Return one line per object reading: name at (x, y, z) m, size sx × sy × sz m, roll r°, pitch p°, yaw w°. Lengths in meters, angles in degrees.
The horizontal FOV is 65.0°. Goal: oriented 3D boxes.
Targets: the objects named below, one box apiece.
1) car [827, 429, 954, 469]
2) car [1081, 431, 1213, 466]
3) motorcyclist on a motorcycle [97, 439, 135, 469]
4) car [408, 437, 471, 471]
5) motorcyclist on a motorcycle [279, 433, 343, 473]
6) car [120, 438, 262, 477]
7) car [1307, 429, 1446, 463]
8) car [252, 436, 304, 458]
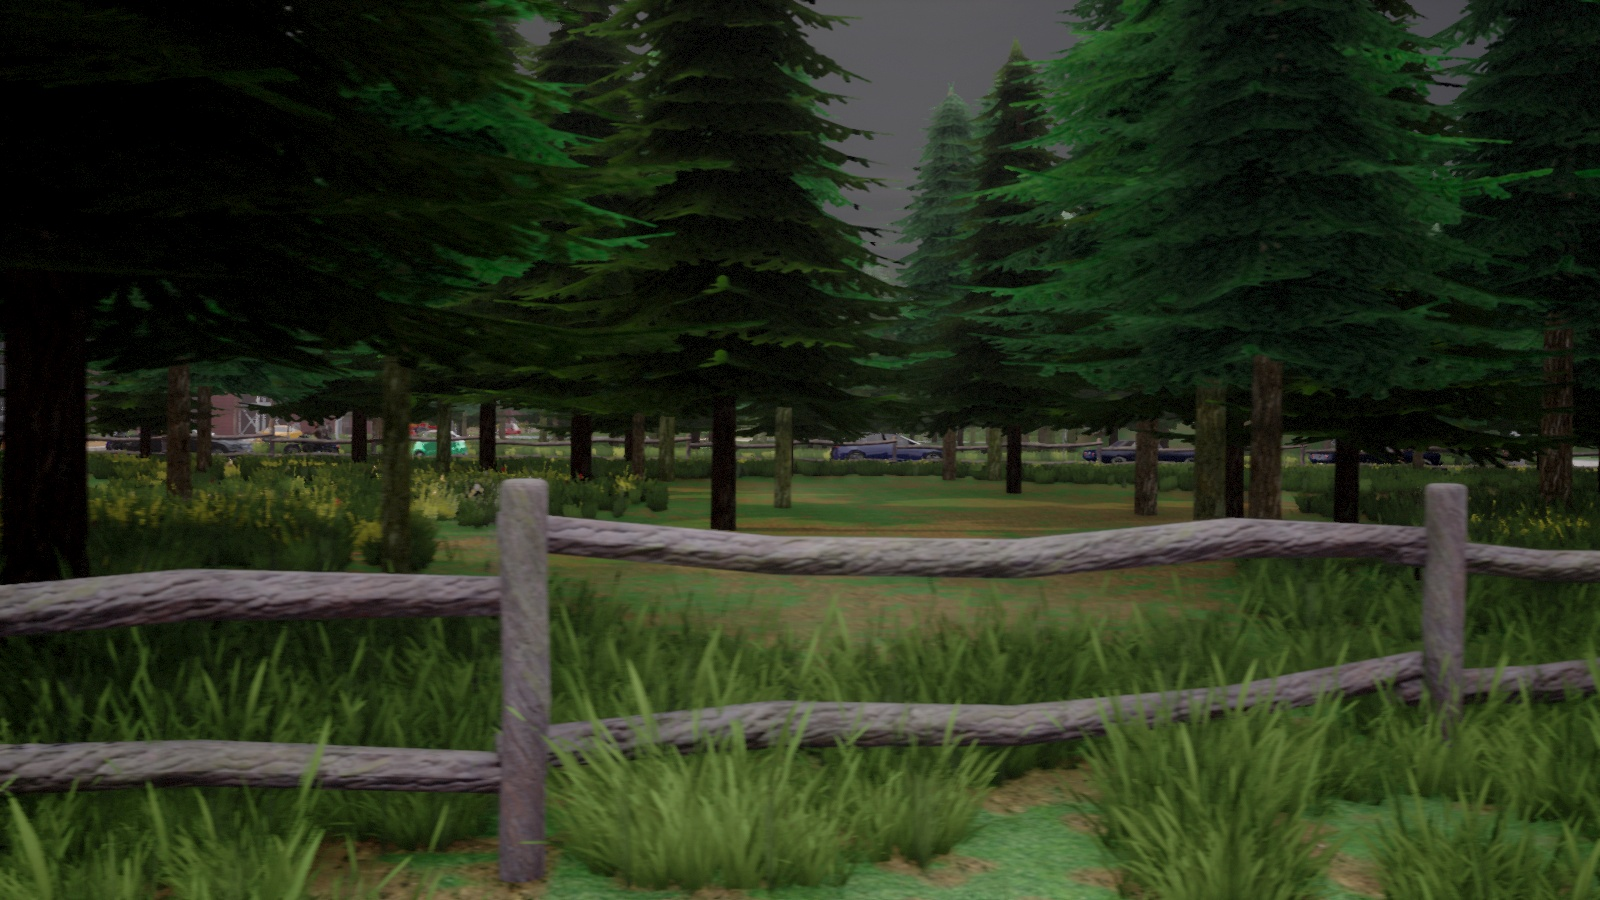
car at (3.547, -0.049, 49.777) m, size 4.792 × 1.488 × 2.163 m, roll -1°, pitch 1°, yaw -2°
car at (13.809, -0.067, 50.085) m, size 4.718 × 1.301 × 1.895 m, roll -1°, pitch 1°, yaw -2°
motorcyclist on a motorcycle at (-36.330, 0.187, 66.716) m, size 0.866 × 1.530 × 2.191 m, roll -1°, pitch 1°, yaw -3°
car at (-15.123, 0.156, 52.793) m, size 2.207 × 1.376 × 1.481 m, roll 0°, pitch 1°, yaw 0°
motorcyclist on a motorcycle at (-20.533, 0.112, 52.768) m, size 2.350 × 1.649 × 0.766 m, roll -1°, pitch 1°, yaw 0°
car at (-23.827, 0.279, 49.219) m, size 4.674 × 1.442 × 1.812 m, roll -1°, pitch 1°, yaw 1°
car at (23.072, -0.173, 50.373) m, size 4.718 × 1.301 × 1.895 m, roll -1°, pitch 1°, yaw -2°
car at (-37.535, -0.229, 90.402) m, size 1.882 × 1.535 × 5.008 m, roll -1°, pitch 1°, yaw -3°
